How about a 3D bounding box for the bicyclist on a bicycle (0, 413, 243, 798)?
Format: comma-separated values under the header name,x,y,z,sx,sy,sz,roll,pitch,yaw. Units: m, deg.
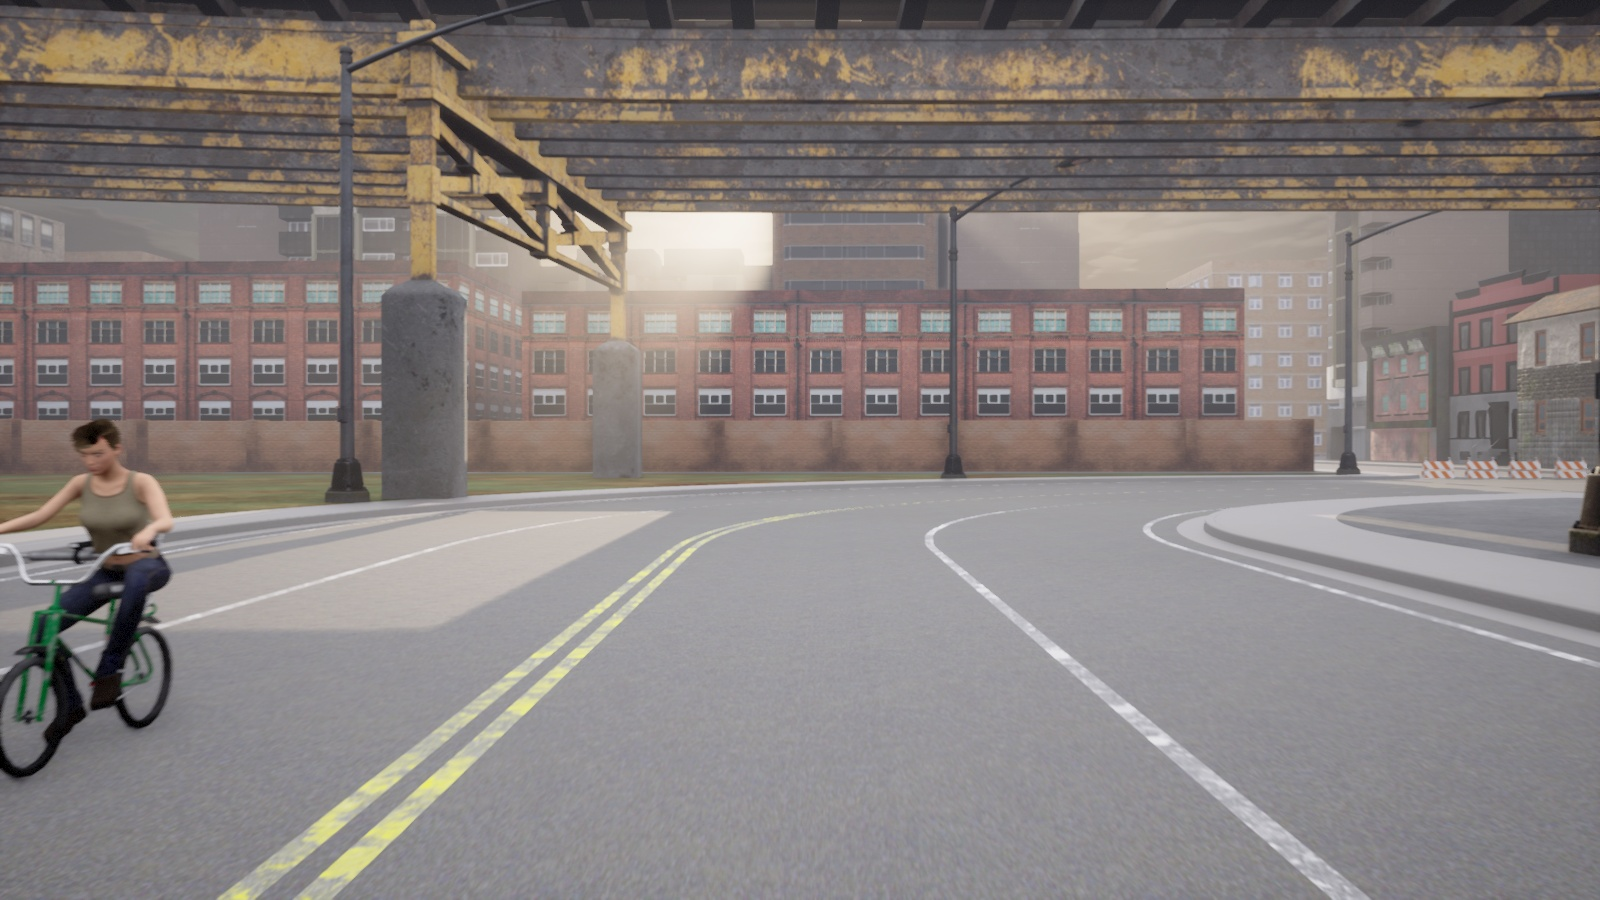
name,x,y,z,sx,sy,sz,roll,pitch,yaw
bicyclist on a bicycle,-3.443,0.646,6.015,0.866,1.612,1.509,0,0,0
